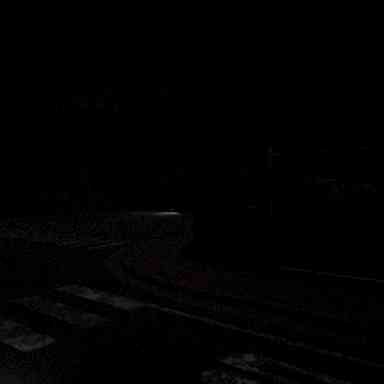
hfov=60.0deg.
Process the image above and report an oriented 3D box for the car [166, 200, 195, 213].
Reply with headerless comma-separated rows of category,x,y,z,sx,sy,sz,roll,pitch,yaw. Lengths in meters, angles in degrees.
car,-0.720,1.617,39.230,2.033,1.411,5.357,0,0,36
